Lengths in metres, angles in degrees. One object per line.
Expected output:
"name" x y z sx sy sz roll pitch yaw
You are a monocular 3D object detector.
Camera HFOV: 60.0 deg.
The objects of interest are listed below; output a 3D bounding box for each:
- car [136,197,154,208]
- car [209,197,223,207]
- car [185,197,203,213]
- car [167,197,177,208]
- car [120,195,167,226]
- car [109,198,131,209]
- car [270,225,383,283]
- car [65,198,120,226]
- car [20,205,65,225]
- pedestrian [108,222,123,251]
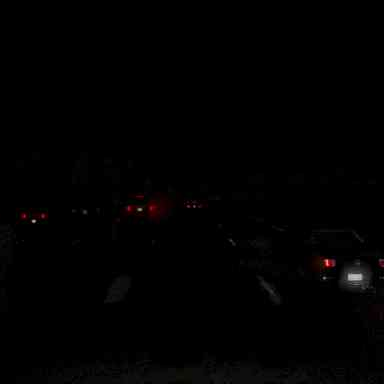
"car" -6.699 1.478 47.986 1.882 1.535 5.008 0 0 0
"car" 3.809 1.478 52.732 1.882 1.535 5.008 0 0 0
"car" 0.258 1.547 36.758 2.033 1.411 5.357 0 0 0
"car" -3.202 1.501 47.040 1.837 1.490 4.892 0 -1 0
"car" -3.298 1.221 23.770 2.150 2.045 5.566 0 0 0
"car" -10.200 1.547 47.521 2.033 1.411 5.357 0 0 0
"car" 3.639 1.601 9.609 1.895 1.301 4.718 0 0 0
"car" -6.799 1.353 23.336 2.097 1.767 4.553 0 0 0
"car" -10.298 1.600 23.955 1.895 1.301 4.718 0 0 0
"pedestrian" -2.902 1.674 12.501 0.500 1.100 0.500 0 0 0
